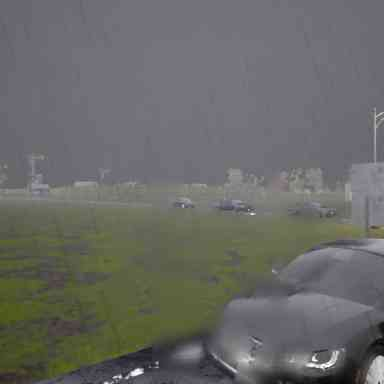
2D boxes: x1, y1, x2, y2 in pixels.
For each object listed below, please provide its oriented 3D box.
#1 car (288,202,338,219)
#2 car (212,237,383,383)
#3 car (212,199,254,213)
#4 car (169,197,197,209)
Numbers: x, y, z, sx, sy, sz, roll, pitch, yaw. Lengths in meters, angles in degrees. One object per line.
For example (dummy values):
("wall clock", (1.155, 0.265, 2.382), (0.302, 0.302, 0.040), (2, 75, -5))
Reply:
("car", (10.390, 1.552, 28.920), (1.994, 1.385, 4.181), (0, 0, -33))
("car", (2.502, 1.504, 4.869), (4.892, 1.490, 1.837), (0, 0, -36))
("car", (4.547, 1.531, 37.724), (2.033, 1.411, 5.357), (0, 0, -35))
("car", (-1.336, 1.485, 45.842), (1.837, 1.490, 4.892), (0, 0, -37))
